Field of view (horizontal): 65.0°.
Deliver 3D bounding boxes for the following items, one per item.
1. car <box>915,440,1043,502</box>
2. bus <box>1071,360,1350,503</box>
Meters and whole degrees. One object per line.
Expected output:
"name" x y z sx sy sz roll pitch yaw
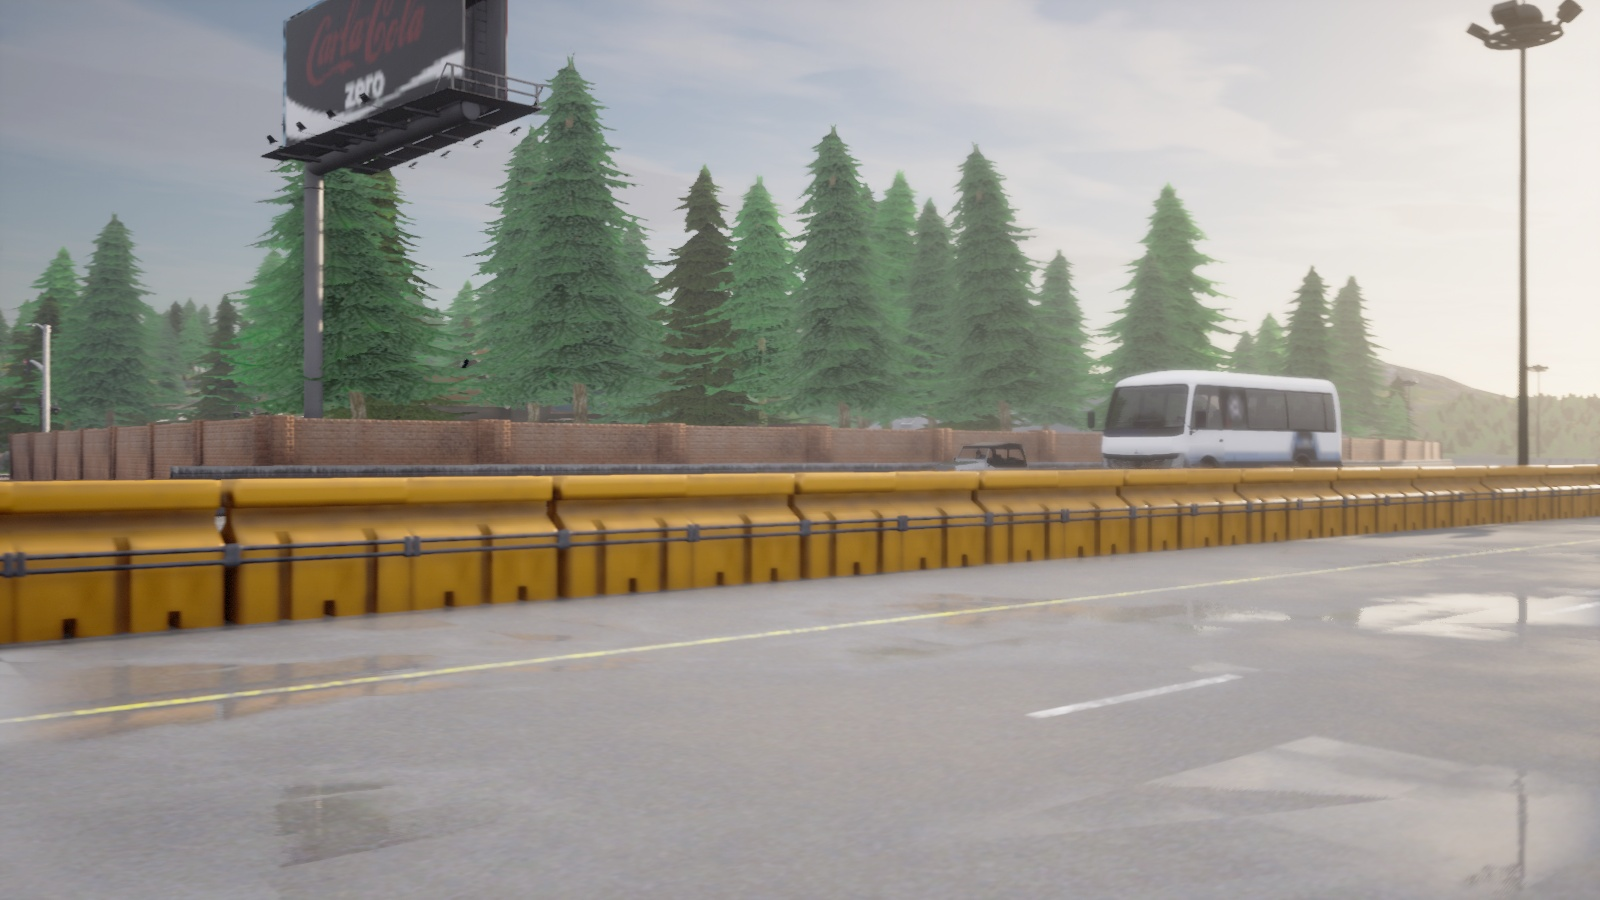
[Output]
"car" 5.717 0.654 39.996 3.866 1.878 1.905 0 0 -39
"bus" 13.995 -0.534 42.204 10.273 4.253 3.944 0 0 -39
